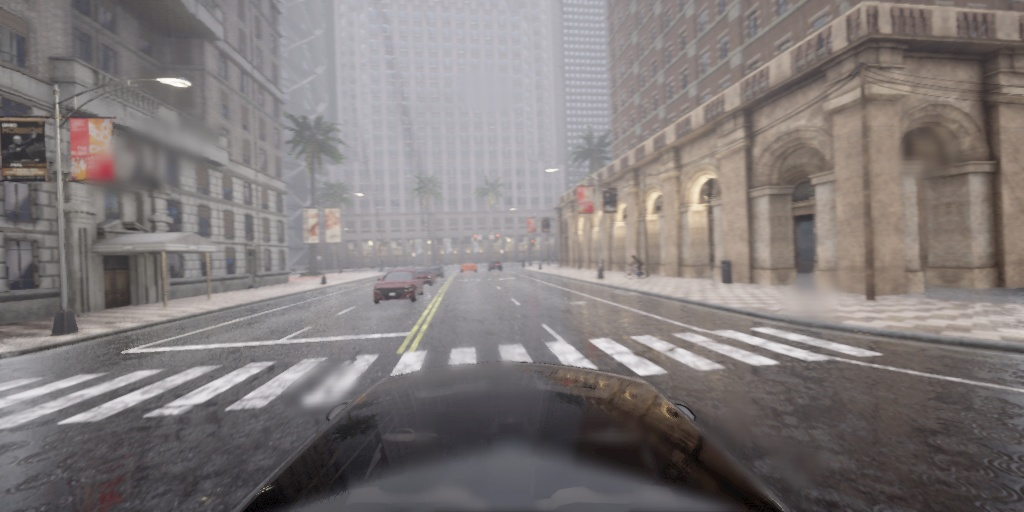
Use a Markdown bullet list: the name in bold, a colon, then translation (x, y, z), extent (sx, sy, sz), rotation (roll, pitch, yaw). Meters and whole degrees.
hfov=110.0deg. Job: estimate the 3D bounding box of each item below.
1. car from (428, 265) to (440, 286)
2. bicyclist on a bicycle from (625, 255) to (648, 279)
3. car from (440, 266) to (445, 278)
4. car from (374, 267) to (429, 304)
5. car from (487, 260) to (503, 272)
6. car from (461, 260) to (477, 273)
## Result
- **car**: translation (-6.854, 1.595, 27.498), extent (1.895, 1.301, 4.718), rotation (-2, 0, -7)
- **bicyclist on a bicycle**: translation (8.214, 0.732, 23.718), extent (1.656, 1.620, 0.582), rotation (-2, 0, -8)
- **car**: translation (-8.070, 1.599, 37.298), extent (1.994, 1.385, 4.181), rotation (-2, 0, -7)
- **car**: translation (-5.630, 1.430, 18.287), extent (1.882, 1.535, 5.008), rotation (-2, 0, -8)
- **car**: translation (-2.381, 1.318, 49.433), extent (1.837, 1.490, 4.892), rotation (-2, -1, -7)
- **car**: translation (-5.851, 1.299, 48.637), extent (2.097, 1.767, 4.553), rotation (-2, 0, -7)
